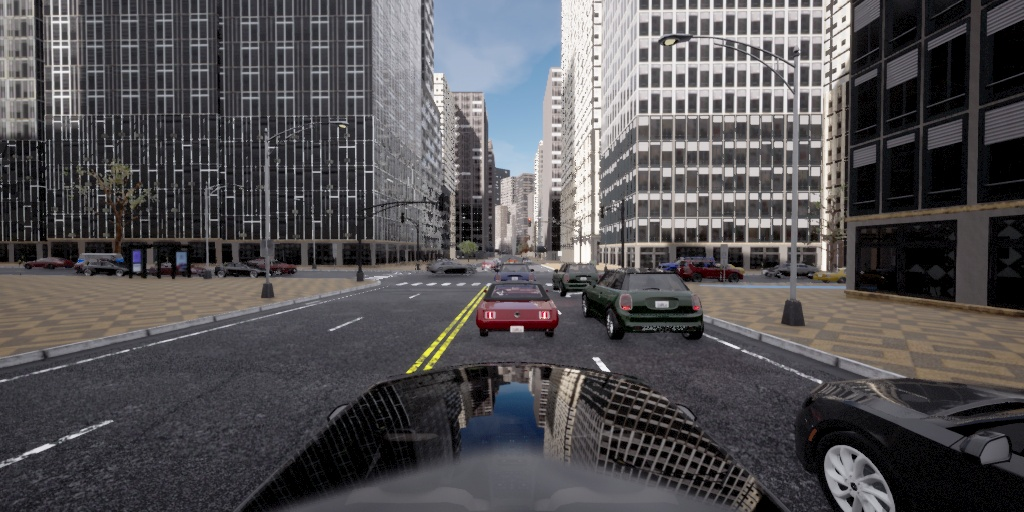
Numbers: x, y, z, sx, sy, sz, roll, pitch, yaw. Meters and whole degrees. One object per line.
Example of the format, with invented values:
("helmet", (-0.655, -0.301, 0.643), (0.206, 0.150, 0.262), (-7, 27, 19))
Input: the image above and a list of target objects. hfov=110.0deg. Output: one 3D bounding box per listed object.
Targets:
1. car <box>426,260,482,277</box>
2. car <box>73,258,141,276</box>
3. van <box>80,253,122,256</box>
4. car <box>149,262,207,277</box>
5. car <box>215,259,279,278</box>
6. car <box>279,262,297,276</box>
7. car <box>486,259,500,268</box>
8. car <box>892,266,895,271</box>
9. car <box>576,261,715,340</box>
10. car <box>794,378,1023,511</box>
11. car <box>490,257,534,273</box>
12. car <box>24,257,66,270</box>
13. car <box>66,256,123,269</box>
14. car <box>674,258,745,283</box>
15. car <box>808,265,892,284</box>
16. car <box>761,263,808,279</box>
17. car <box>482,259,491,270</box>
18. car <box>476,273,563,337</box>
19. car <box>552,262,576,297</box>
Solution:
("car", (-5.898, 1.170, 34.982), (4.902, 1.511, 2.128), (0, 1, -25))
("car", (-34.038, 1.070, 30.660), (4.313, 1.339, 1.948), (0, 0, 1))
("van", (-45.211, 0.605, 39.344), (3.998, 1.789, 1.690), (0, 0, 1))
("car", (-28.357, 1.138, 30.475), (4.207, 1.307, 1.802), (0, 0, 1))
("car", (-22.674, 1.174, 30.330), (4.313, 1.339, 1.948), (0, 0, 1))
("car", (-22.498, 1.043, 33.032), (5.008, 1.535, 1.882), (0, 1, 2))
("car", (-3.204, 1.251, 60.386), (2.033, 1.411, 5.357), (0, 0, 0))
("car", (33.168, 1.684, 29.395), (4.207, 1.307, 1.802), (0, 0, 1))
("car", (3.359, 1.098, 10.133), (2.097, 1.767, 4.553), (0, 0, 0))
("car", (3.343, 1.255, 1.078), (1.837, 1.490, 4.892), (0, 0, 0))
("car", (0.135, 1.092, 19.223), (2.097, 1.767, 4.553), (0, 0, 0))
("car", (-50.893, 0.794, 39.471), (4.207, 1.307, 1.802), (0, 0, 1))
("car", (-37.874, 0.952, 33.381), (4.674, 1.442, 1.812), (1, 1, 1))
("car", (16.250, 1.269, 29.721), (5.009, 1.841, 2.192), (0, 0, 1))
("car", (27.698, 1.579, 29.500), (4.829, 1.417, 1.751), (0, 0, 1))
("car", (27.306, 1.449, 35.280), (4.902, 1.511, 2.128), (1, 1, 1))
("car", (-3.229, 1.241, 50.698), (1.812, 1.442, 4.674), (0, 0, 0))
("car", (0.115, 1.347, 10.229), (1.895, 1.301, 4.718), (0, 0, 0))
("car", (3.384, 1.093, 19.070), (2.097, 1.767, 4.553), (0, 0, 0))
